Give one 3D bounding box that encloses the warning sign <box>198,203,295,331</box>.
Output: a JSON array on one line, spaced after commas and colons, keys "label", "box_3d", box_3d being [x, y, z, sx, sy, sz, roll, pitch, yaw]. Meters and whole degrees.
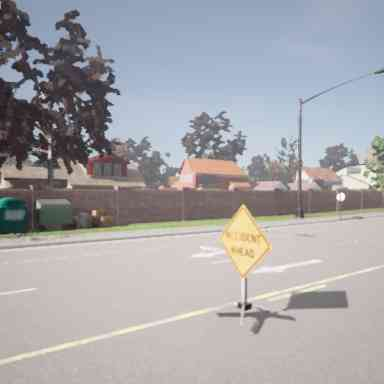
[{"label": "warning sign", "box_3d": [0.921, 1.152, 5.816, 1.060, 1.860, 1.300, 1, 0, -36]}]
